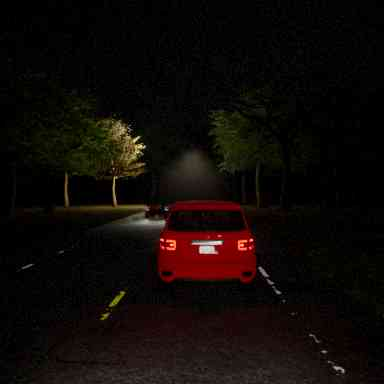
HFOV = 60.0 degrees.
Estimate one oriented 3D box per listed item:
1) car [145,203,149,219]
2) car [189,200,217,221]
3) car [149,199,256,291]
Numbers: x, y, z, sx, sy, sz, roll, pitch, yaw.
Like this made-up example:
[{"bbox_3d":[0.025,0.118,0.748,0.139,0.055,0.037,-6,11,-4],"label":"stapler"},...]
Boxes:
[{"bbox_3d":[-2.785,1.373,29.083,2.097,1.767,4.553,0,0,2],"label":"car"},{"bbox_3d":[0.892,1.512,28.173,2.128,1.511,4.902,0,0,1],"label":"car"},{"bbox_3d":[0.351,1.227,9.199,2.150,2.045,5.566,0,0,1],"label":"car"}]
